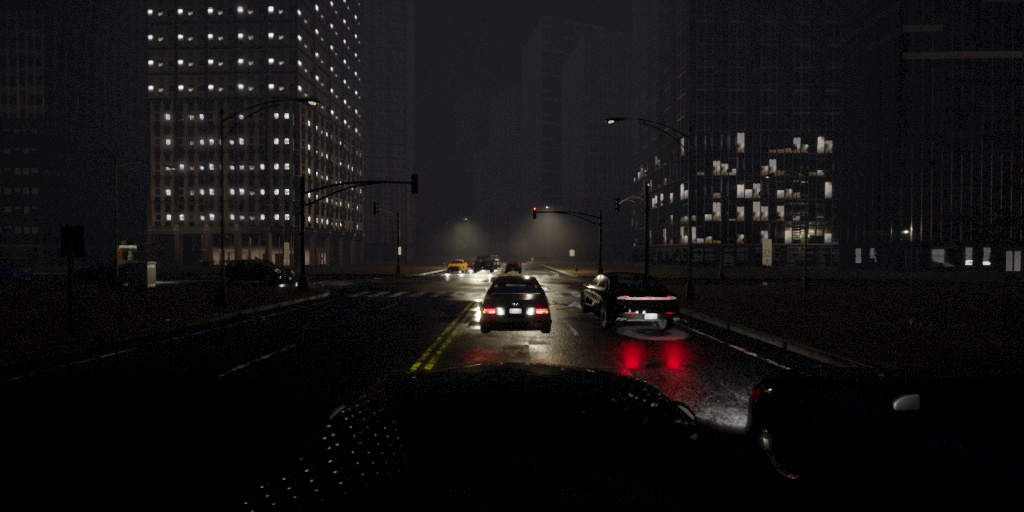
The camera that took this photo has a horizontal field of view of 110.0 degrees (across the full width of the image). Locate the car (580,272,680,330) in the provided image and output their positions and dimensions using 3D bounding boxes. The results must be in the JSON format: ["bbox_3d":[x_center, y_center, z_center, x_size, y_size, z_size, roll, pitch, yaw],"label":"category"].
[{"bbox_3d":[3.361,1.238,11.056,2.128,1.511,4.902,0,0,0],"label":"car"}]

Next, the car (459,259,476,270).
[{"bbox_3d":[-6.511,1.221,52.593,1.812,1.442,4.674,0,0,0],"label":"car"}]

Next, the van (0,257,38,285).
[{"bbox_3d":[-33.899,0.959,23.614,3.998,1.789,1.690,0,0,2],"label":"van"}]

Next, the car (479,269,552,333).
[{"bbox_3d":[0.113,1.294,10.645,2.033,1.411,5.357,0,0,1],"label":"car"}]

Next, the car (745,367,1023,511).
[{"bbox_3d":[3.354,1.314,1.900,1.994,1.385,4.181,0,0,0],"label":"car"}]

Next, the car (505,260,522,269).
[{"bbox_3d":[0.152,1.240,42.282,1.812,1.442,4.674,0,0,1],"label":"car"}]

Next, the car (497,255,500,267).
[{"bbox_3d":[-3.262,1.047,52.810,2.097,1.767,4.553,0,0,0],"label":"car"}]

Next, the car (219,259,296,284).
[{"bbox_3d":[-18.173,1.022,25.800,4.553,1.767,2.097,0,0,1],"label":"car"}]

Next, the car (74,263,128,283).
[{"bbox_3d":[-28.963,1.183,26.068,4.181,1.385,1.994,0,0,2],"label":"car"}]

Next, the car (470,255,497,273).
[{"bbox_3d":[-3.280,0.936,42.856,2.150,2.045,5.566,0,0,0],"label":"car"}]

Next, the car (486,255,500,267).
[{"bbox_3d":[-3.236,0.894,63.038,2.150,2.045,5.566,0,0,0],"label":"car"}]

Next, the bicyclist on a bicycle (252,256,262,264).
[{"bbox_3d":[-24.650,0.866,34.688,0.582,1.620,1.656,0,1,2],"label":"bicyclist on a bicycle"}]

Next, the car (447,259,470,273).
[{"bbox_3d":[-6.529,1.191,43.182,1.882,1.535,5.008,0,0,0],"label":"car"}]
